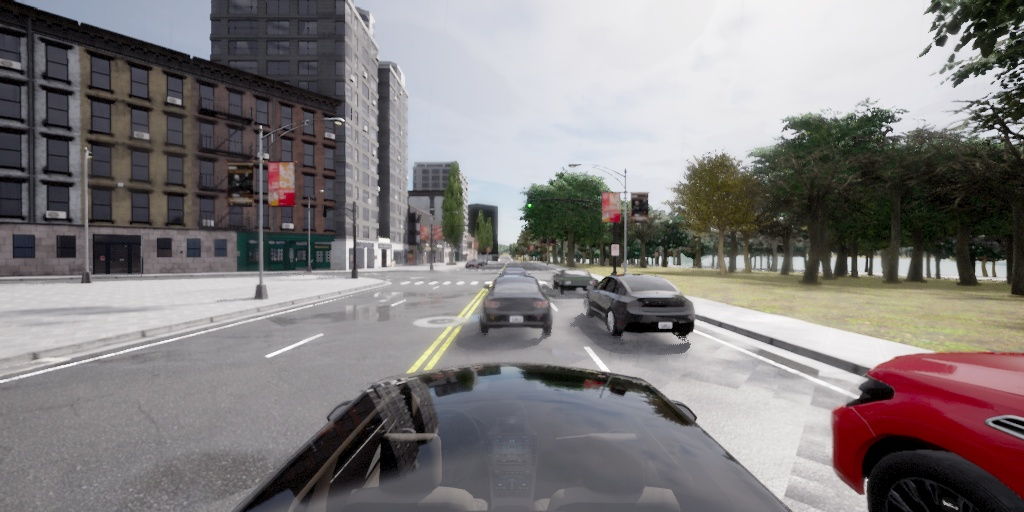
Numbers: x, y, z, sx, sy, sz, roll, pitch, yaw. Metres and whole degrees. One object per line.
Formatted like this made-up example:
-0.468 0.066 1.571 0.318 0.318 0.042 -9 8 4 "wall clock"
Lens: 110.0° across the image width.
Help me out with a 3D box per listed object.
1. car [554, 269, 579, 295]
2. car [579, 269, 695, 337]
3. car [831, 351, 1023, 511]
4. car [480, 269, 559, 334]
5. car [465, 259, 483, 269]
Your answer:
3.392 1.368 20.110 1.895 1.301 4.718 0 0 0 "car"
3.369 1.264 10.285 1.837 1.490 4.892 0 0 0 "car"
3.346 0.970 0.144 2.150 2.045 5.566 0 0 0 "car"
0.123 1.284 10.531 1.812 1.442 4.674 0 0 1 "car"
-6.453 1.362 59.113 1.994 1.385 4.181 0 0 0 "car"
